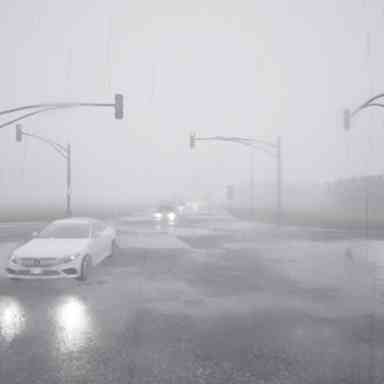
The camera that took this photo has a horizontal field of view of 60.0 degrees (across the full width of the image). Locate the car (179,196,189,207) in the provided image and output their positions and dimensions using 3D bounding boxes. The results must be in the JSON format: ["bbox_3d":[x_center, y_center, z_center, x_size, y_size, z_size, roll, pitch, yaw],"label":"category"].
[{"bbox_3d":[-2.139,1.478,51.918,2.128,1.511,4.902,0,0,3],"label":"car"}]

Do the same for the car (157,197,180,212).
[{"bbox_3d":[-2.822,1.596,38.266,1.895,1.301,4.718,0,0,3],"label":"car"}]

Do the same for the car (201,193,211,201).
[{"bbox_3d":[3.340,1.183,79.101,2.150,2.045,5.566,0,0,5],"label":"car"}]

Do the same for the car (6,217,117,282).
[{"bbox_3d":[-3.518,1.526,9.889,1.812,1.442,4.674,0,0,0],"label":"car"}]

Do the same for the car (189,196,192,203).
[{"bbox_3d":[-1.051,1.475,67.953,2.128,1.511,4.902,0,0,4],"label":"car"}]
